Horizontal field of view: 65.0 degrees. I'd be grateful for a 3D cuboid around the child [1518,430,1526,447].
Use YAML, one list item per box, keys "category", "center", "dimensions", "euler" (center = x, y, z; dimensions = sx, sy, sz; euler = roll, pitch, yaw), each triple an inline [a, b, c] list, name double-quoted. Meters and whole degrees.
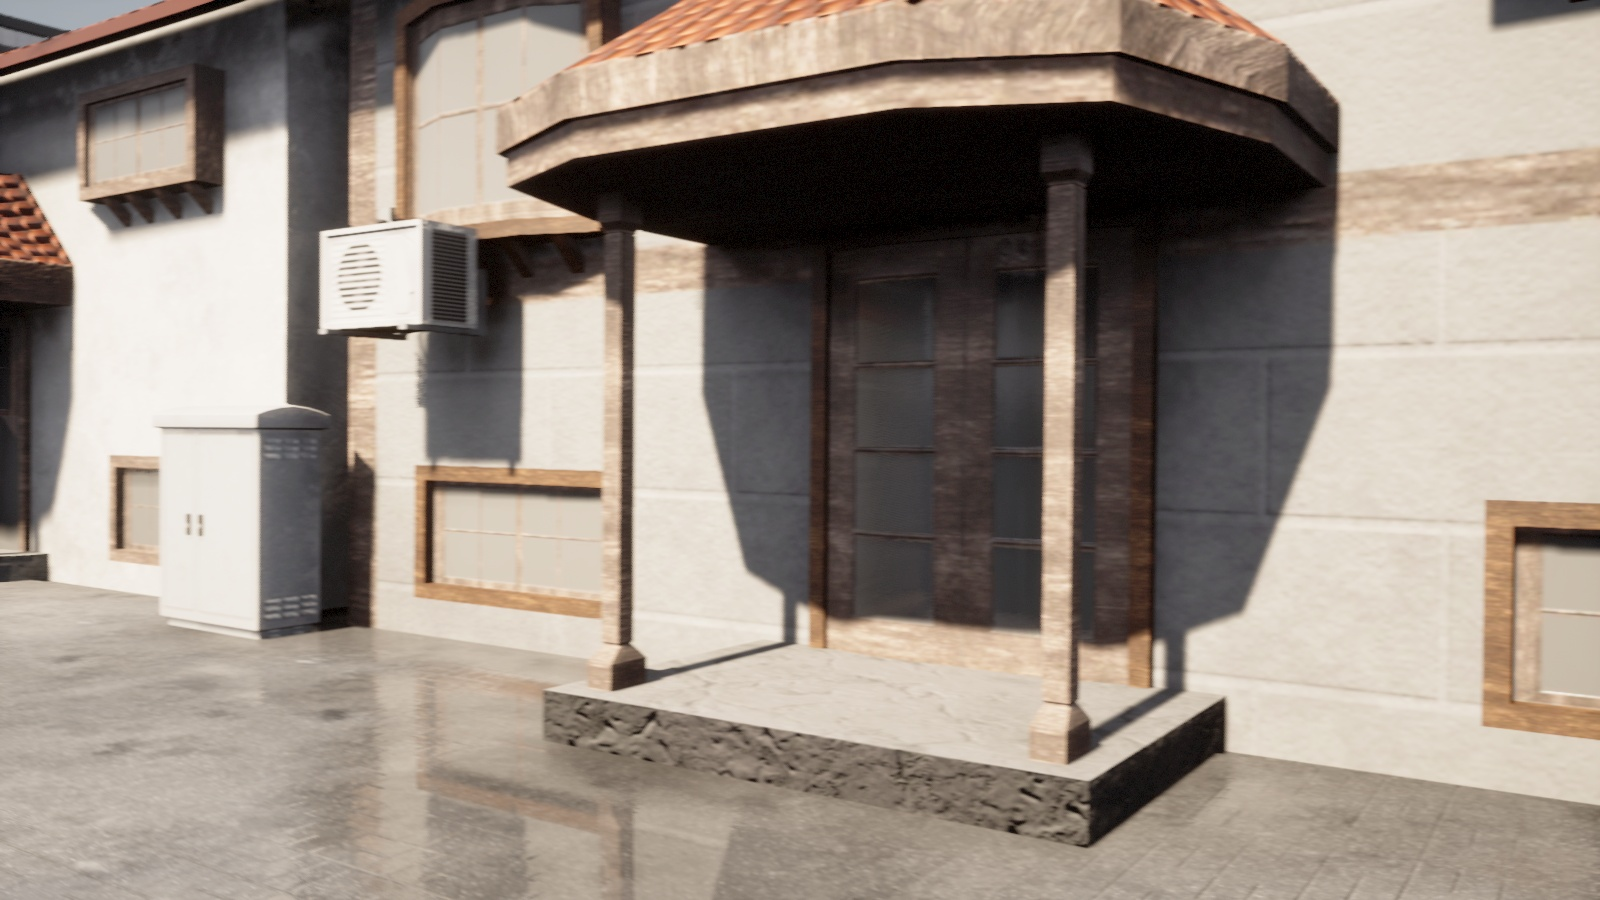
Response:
- category: "child"
  center: [47.504, -0.742, 82.622]
  dimensions: [0.394, 1.110, 0.255]
  euler: [0, 1, 37]
